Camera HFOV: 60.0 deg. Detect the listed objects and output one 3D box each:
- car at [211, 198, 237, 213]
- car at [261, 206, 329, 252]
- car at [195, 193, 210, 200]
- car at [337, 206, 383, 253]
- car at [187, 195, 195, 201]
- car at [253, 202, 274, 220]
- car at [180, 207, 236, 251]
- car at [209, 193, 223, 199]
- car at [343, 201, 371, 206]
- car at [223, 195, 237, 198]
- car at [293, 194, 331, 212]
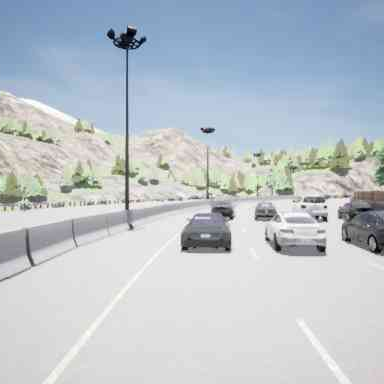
[{"bbox_3d":[2.709,1.517,28.498,1.837,1.490,4.892,0,0,11],"label":"car"},{"bbox_3d":[4.163,1.533,13.810,1.812,1.442,4.674,0,0,5],"label":"car"},{"bbox_3d":[3.613,1.212,82.332,2.150,2.045,5.566,0,0,29],"label":"car"},{"bbox_3d":[7.648,1.517,13.483,1.837,1.490,4.892,0,0,5],"label":"car"},{"bbox_3d":[0.584,1.505,84.088,1.812,1.442,4.674,0,0,29],"label":"car"},{"bbox_3d":[6.148,1.563,27.846,2.033,1.411,5.357,0,0,11],"label":"car"},{"bbox_3d":[0.679,1.573,14.137,1.994,1.385,4.181,0,0,5],"label":"car"},{"bbox_3d":[6.669,1.470,80.629,1.882,1.535,5.008,0,0,29],"label":"car"},{"bbox_3d":[13.025,1.517,26.543,1.837,1.490,4.892,0,0,11],"label":"car"},{"bbox_3d":[9.712,1.522,78.899,1.812,1.442,4.674,0,0,29],"label":"car"},{"bbox_3d":[9.592,1.258,27.224,2.150,2.045,5.566,0,0,11],"label":"car"}]
